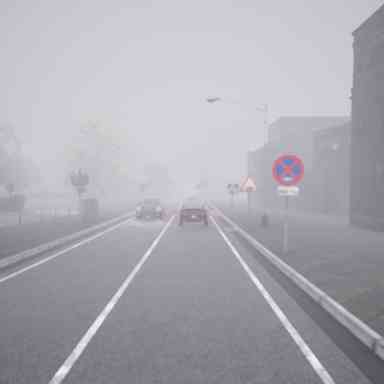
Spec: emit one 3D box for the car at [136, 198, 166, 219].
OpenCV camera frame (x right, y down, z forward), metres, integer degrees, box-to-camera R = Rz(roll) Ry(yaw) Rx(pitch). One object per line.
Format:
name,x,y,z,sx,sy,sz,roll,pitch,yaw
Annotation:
car,-3.333,1.289,27.656,2.097,1.767,4.553,0,0,0

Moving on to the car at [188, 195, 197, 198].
car,0.108,1.206,41.623,1.801,1.575,5.366,0,1,0

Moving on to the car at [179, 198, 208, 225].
car,0.104,1.433,23.724,1.882,1.535,5.008,0,0,0
